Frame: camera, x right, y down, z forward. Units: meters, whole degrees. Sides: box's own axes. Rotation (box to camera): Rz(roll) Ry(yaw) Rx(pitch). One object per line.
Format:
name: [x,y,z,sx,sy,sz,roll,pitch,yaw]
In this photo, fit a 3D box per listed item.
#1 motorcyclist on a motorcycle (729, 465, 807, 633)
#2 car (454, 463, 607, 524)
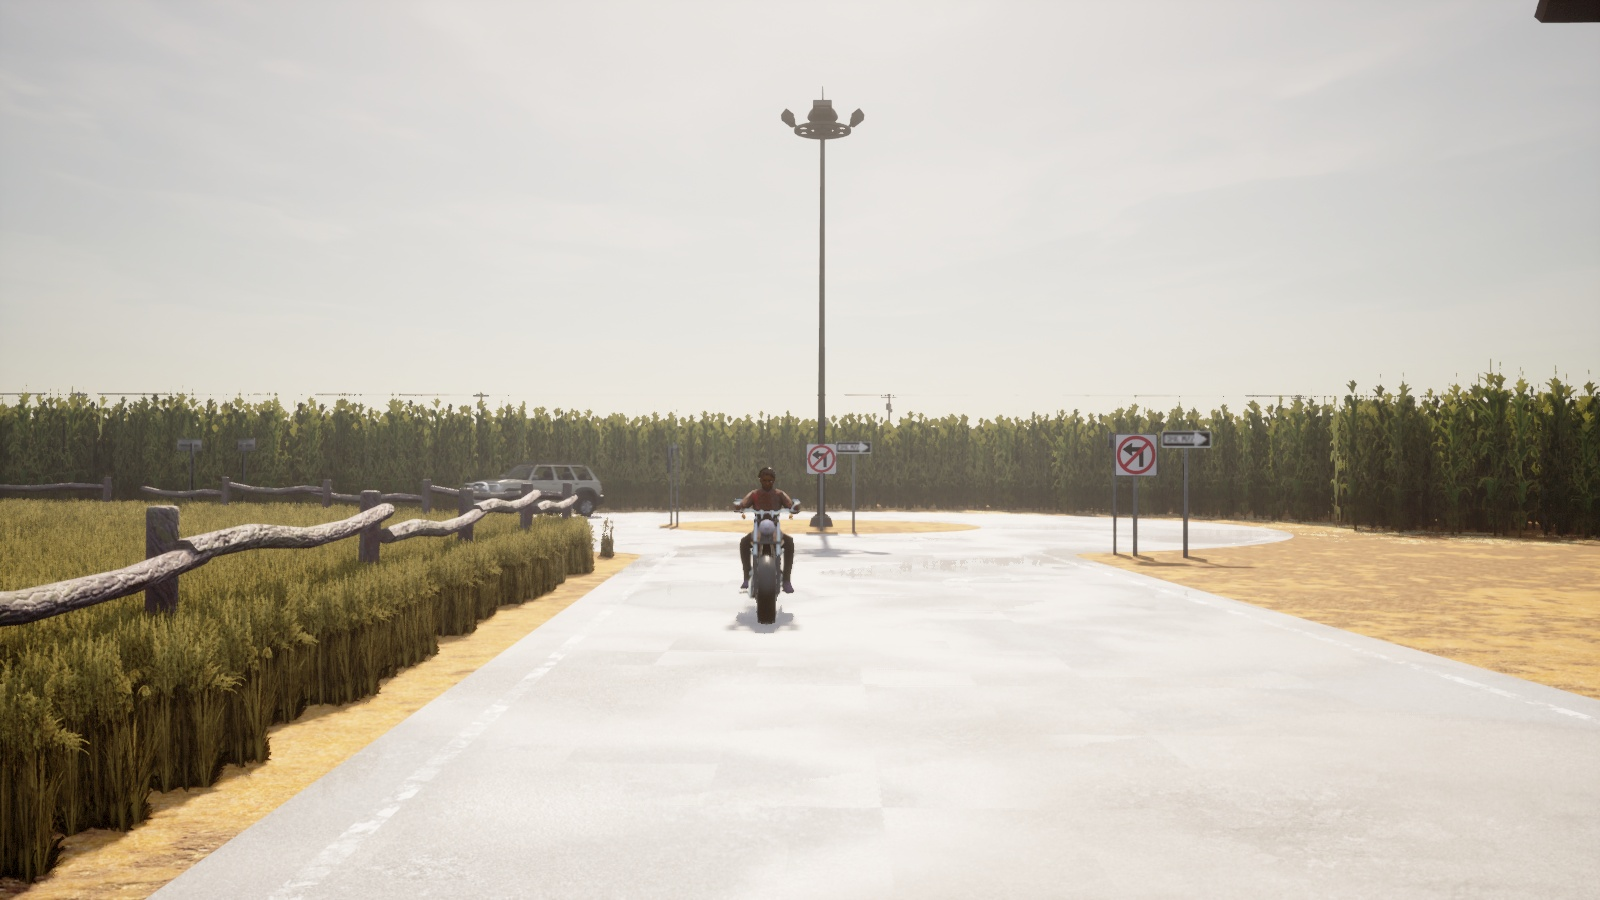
motorcyclist on a motorcycle: [-0.349,0.994,13.586,0.766,1.649,2.350,0,-1,-1]
car: [-8.590,1.342,40.369,1.932,1.855,4.605,-1,-1,40]
